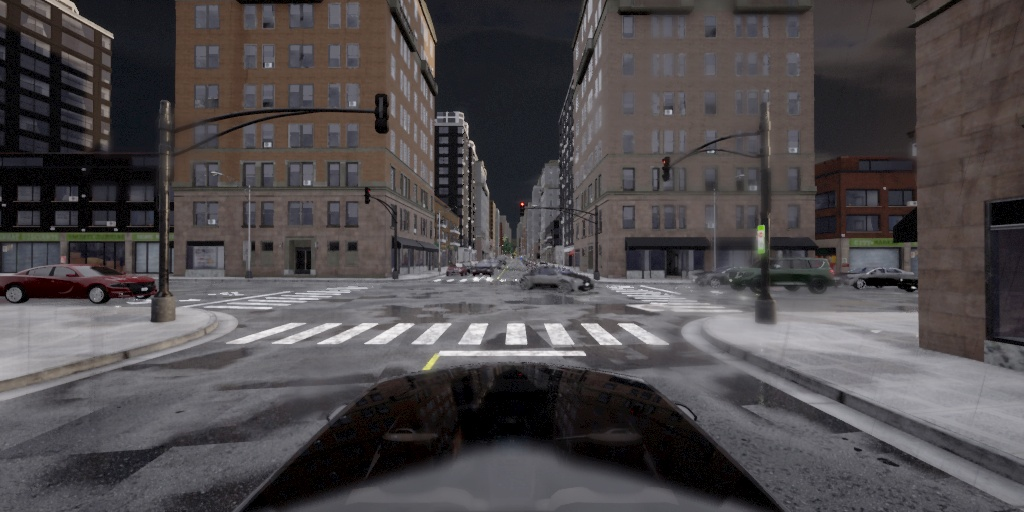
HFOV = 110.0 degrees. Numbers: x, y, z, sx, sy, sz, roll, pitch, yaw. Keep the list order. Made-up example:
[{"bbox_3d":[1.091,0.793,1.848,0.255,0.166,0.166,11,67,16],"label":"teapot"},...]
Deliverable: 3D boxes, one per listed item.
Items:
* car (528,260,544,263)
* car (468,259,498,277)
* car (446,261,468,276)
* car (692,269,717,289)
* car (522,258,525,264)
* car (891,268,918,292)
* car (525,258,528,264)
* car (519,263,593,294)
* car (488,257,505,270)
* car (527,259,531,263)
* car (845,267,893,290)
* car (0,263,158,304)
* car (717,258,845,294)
[{"bbox_3d":[2.967,1.318,36.266,1.948,1.339,4.313,0,0,1],"label":"car"},{"bbox_3d":[-2.815,1.301,36.000,2.033,1.411,5.357,0,0,1],"label":"car"},{"bbox_3d":[-5.559,1.336,36.367,1.802,1.307,4.207,0,0,1],"label":"car"},{"bbox_3d":[14.826,1.401,24.292,4.902,1.511,2.128,0,-1,2],"label":"car"},{"bbox_3d":[3.306,1.315,63.918,1.948,1.339,4.313,0,0,1],"label":"car"},{"bbox_3d":[25.717,1.550,20.979,4.718,1.301,1.895,0,-1,0],"label":"car"},{"bbox_3d":[3.102,1.302,47.327,2.007,1.370,4.403,0,0,1],"label":"car"},{"bbox_3d":[2.422,1.317,20.186,4.181,1.385,1.994,0,0,41],"label":"car"},{"bbox_3d":[-2.600,1.245,52.303,2.128,1.511,4.902,0,0,1],"label":"car"},{"bbox_3d":[3.035,1.297,41.796,1.888,1.381,4.507,0,0,1],"label":"car"},{"bbox_3d":[24.230,1.463,24.235,4.902,1.511,2.128,0,-1,0],"label":"car"},{"bbox_3d":[-17.440,1.062,14.552,5.008,1.535,1.882,0,-1,-1],"label":"car"},{"bbox_3d":[15.615,1.105,21.045,5.566,2.045,2.150,0,-1,0],"label":"car"}]
